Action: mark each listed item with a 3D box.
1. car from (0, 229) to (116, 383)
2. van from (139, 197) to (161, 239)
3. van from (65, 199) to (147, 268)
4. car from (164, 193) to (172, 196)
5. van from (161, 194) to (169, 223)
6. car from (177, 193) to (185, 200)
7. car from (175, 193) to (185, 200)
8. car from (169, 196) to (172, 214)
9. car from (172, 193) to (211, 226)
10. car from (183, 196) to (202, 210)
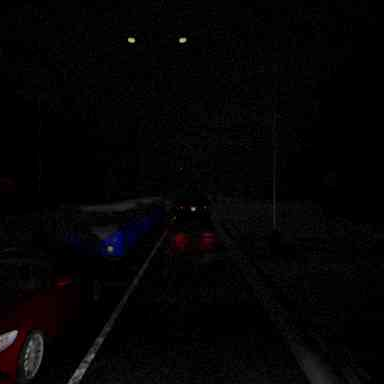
[{"bbox_3d":[-2.644,1.548,5.259,1.802,1.307,4.206,0,0,0],"label":"car"},{"bbox_3d":[-2.654,1.241,16.186,1.690,1.788,3.998,0,0,0],"label":"van"},{"bbox_3d":[-2.649,1.274,10.721,1.690,1.788,3.998,0,0,0],"label":"van"},{"bbox_3d":[-2.674,1.085,38.041,2.192,1.841,5.009,0,0,0],"label":"car"},{"bbox_3d":[-2.659,1.207,21.650,1.690,1.788,3.998,0,0,0],"label":"van"},{"bbox_3d":[-2.716,1.070,81.879,1.967,1.590,4.097,0,0,0],"label":"car"},{"bbox_3d":[-2.712,1.079,76.191,1.967,1.590,4.097,0,0,0],"label":"car"},{"bbox_3d":[-2.669,1.351,32.579,2.008,1.369,4.403,0,0,0],"label":"car"},{"bbox_3d":[0.078,1.084,22.178,2.150,2.045,5.566,0,0,0],"label":"car"},{"bbox_3d":[0.061,1.251,40.225,2.128,1.511,4.902,0,0,0],"label":"car"}]
